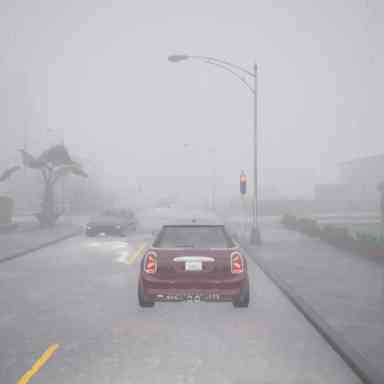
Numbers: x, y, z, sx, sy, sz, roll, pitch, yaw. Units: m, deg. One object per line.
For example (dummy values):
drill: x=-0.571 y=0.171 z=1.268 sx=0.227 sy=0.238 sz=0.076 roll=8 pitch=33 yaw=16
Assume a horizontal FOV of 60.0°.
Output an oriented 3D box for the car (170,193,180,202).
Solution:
car: x=-3.928 y=1.210 z=74.712 sx=2.150 sy=2.045 sz=5.566 roll=0 pitch=0 yaw=0

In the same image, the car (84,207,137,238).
car: x=-4.094 y=1.545 z=17.877 sx=2.033 sy=1.411 sz=5.357 roll=0 pitch=0 yaw=0

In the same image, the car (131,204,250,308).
car: x=0.051 y=1.351 z=8.105 sx=2.097 sy=1.767 sz=4.553 roll=0 pitch=0 yaw=1

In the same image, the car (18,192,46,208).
car: x=-19.725 y=0.979 z=41.981 sx=1.905 sy=1.878 sz=3.866 roll=0 pitch=0 yaw=35

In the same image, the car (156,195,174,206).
car: x=-4.056 y=1.557 z=47.917 sx=1.994 sy=1.385 sz=4.181 roll=0 pitch=0 yaw=0

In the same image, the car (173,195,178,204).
car: x=-4.018 y=1.592 z=59.401 sx=1.895 sy=1.301 sz=4.718 roll=0 pitch=0 yaw=0
